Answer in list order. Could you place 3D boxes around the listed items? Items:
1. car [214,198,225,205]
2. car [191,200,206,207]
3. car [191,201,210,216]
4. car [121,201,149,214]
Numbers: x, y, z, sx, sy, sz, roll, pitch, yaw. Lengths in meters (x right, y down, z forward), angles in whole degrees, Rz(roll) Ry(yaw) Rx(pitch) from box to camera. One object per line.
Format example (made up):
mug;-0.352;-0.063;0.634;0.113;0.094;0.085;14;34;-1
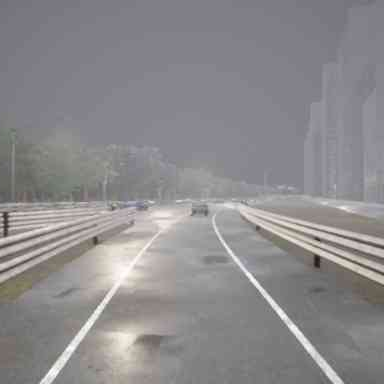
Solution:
car;7.169;2.415;87.065;2.097;1.767;4.553;0;-1;17
car;1.434;2.426;68.497;1.895;1.301;4.718;0;-1;17
car;1.038;1.910;38.671;2.128;1.511;4.902;0;-1;6
car;-6.988;1.812;41.241;1.882;1.535;5.008;0;-1;17
